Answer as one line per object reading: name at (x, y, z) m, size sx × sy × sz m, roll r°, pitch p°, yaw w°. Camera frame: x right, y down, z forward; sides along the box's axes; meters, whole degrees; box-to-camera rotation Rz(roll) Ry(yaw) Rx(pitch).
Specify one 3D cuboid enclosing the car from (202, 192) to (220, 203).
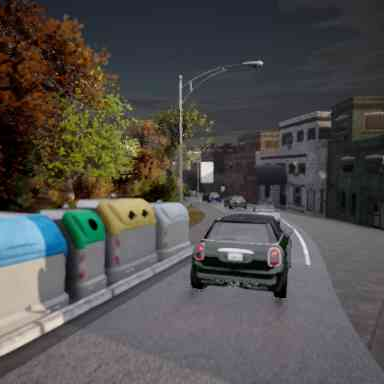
car at (3.020, 0.778, 52.971) m, size 2.097 × 1.767 × 4.553 m, roll -1°, pitch 3°, yaw -14°

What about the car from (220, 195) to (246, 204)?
car at (5.264, 1.171, 41.202) m, size 2.097 × 1.767 × 4.553 m, roll -1°, pitch 2°, yaw -6°

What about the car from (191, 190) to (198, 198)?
car at (-0.308, 0.333, 64.422) m, size 2.033 × 1.411 × 5.357 m, roll -1°, pitch 4°, yaw -17°

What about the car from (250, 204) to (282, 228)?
car at (5.014, 1.582, 23.160) m, size 1.895 × 1.301 × 4.718 m, roll 0°, pitch 0°, yaw 9°

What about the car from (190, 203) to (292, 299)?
car at (1.534, 1.362, 8.897) m, size 2.097 × 1.767 × 4.553 m, roll 1°, pitch 0°, yaw 18°
